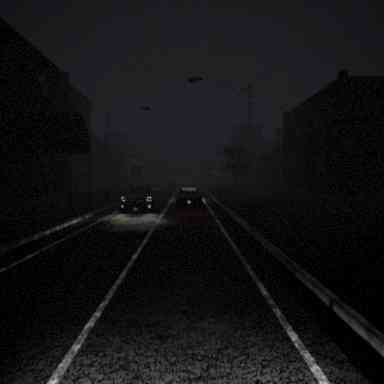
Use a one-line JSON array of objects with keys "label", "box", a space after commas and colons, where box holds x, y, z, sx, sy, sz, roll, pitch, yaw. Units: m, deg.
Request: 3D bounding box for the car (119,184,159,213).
[{"label": "car", "box": [-3.388, 0.323, 21.920, 2.097, 1.767, 4.553, 0, 3, -1]}]

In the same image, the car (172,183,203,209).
[{"label": "car", "box": [-0.223, 0.331, 24.435, 2.128, 1.511, 4.902, 0, 3, -1]}]

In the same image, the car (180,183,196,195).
[{"label": "car", "box": [-0.461, -0.462, 41.969, 1.895, 1.301, 4.718, 0, 3, -1]}]

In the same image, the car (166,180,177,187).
[{"label": "car", "box": [-3.868, -1.552, 62.830, 1.895, 1.301, 4.718, 0, 3, 0]}]
